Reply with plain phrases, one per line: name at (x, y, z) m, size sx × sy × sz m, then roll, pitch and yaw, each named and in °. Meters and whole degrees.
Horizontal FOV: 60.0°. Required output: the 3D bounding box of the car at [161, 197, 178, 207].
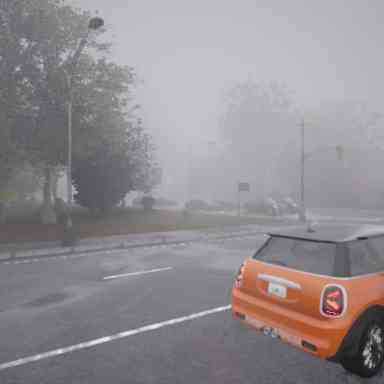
car at (-4.079, 1.452, 52.290) m, size 1.882 × 1.535 × 5.008 m, roll 0°, pitch 0°, yaw -38°

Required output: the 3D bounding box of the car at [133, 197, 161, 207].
car at (-7.209, 1.456, 50.610) m, size 1.882 × 1.535 × 5.008 m, roll 0°, pitch 0°, yaw -38°

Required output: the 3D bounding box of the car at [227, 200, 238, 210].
car at (4.054, 1.577, 41.974) m, size 1.895 × 1.301 × 4.718 m, roll 0°, pitch 0°, yaw -38°

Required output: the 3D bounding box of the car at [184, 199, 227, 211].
car at (1.264, 1.527, 39.860) m, size 2.033 × 1.411 × 5.357 m, roll 0°, pitch 0°, yaw -38°

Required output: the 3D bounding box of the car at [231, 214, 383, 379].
car at (2.895, 1.353, 5.757) m, size 4.553 × 1.767 × 2.097 m, roll 0°, pitch 0°, yaw -35°

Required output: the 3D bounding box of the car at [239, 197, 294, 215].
car at (7.135, 1.333, 32.424) m, size 2.097 × 1.767 × 4.553 m, roll 0°, pitch 0°, yaw -38°

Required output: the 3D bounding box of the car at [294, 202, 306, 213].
car at (9.624, 1.329, 34.920) m, size 2.097 × 1.767 × 4.553 m, roll 0°, pitch 0°, yaw -38°
